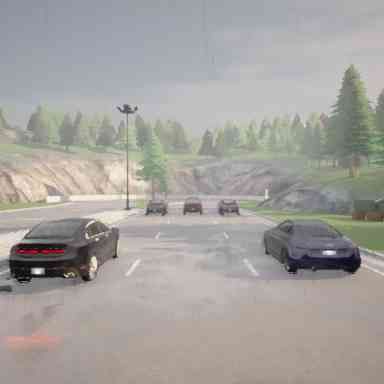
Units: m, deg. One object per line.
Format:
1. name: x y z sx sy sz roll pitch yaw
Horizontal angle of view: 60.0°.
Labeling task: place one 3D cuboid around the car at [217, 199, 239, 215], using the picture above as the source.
1. car: 3.600 1.491 33.661 2.128 1.511 4.902 0 0 0

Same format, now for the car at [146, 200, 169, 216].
1. car: -3.400 1.491 32.908 2.128 1.511 4.902 0 0 0

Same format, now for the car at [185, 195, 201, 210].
1. car: 0.163 1.352 43.679 2.097 1.767 4.553 0 0 1

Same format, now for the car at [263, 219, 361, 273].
1. car: 3.600 1.564 10.717 1.994 1.385 4.181 0 0 0

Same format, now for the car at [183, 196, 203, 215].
1. car: 0.091 1.478 34.450 1.882 1.535 5.008 0 0 0

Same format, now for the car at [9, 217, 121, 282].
1. car: -3.400 1.504 9.769 1.837 1.490 4.892 0 0 0
